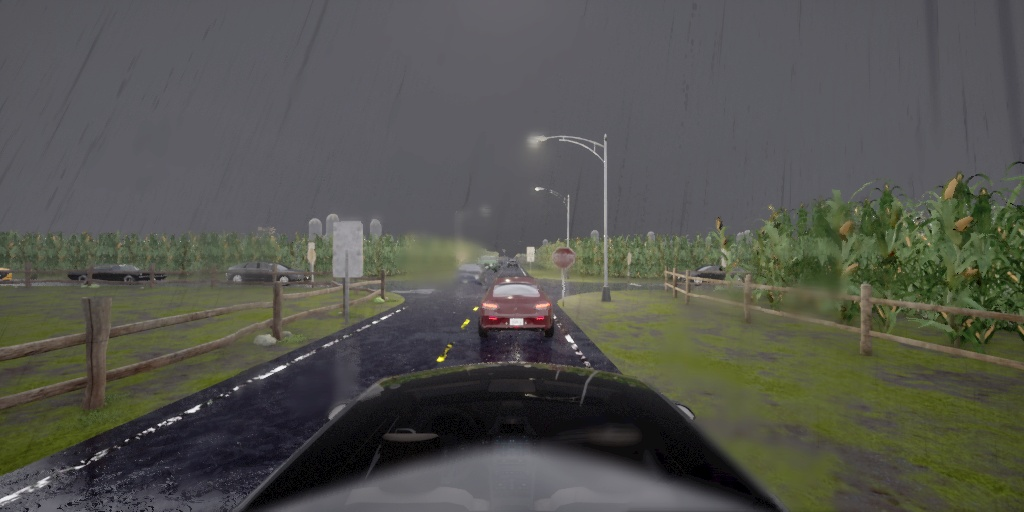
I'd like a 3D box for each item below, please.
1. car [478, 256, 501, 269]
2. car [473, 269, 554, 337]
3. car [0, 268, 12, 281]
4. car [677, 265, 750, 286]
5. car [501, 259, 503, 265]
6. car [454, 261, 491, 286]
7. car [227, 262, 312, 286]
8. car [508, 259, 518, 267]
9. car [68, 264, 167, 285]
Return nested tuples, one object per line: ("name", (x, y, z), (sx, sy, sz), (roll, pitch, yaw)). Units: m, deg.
("car", (-2.826, 0.962, 43.537), (2.150, 2.045, 5.566), (0, 0, 0))
("car", (0.101, 1.276, 10.154), (1.812, 1.442, 4.674), (0, 0, 0))
("car", (-36.040, 1.021, 23.473), (5.008, 1.535, 1.882), (0, -1, 1))
("car", (14.462, 1.371, 25.892), (4.892, 1.490, 1.837), (0, -1, 1))
("car", (-2.793, 1.274, 59.197), (2.033, 1.411, 5.357), (0, 0, 0))
("car", (-2.842, 1.294, 25.420), (2.033, 1.411, 5.357), (0, 0, 0))
("car", (-15.656, 1.155, 23.252), (4.892, 1.490, 1.837), (0, -1, 1))
("car", (0.123, 1.225, 64.697), (1.837, 1.490, 4.892), (0, 0, 0))
("car", (-25.533, 1.197, 23.353), (4.718, 1.301, 1.895), (0, -1, 0))
